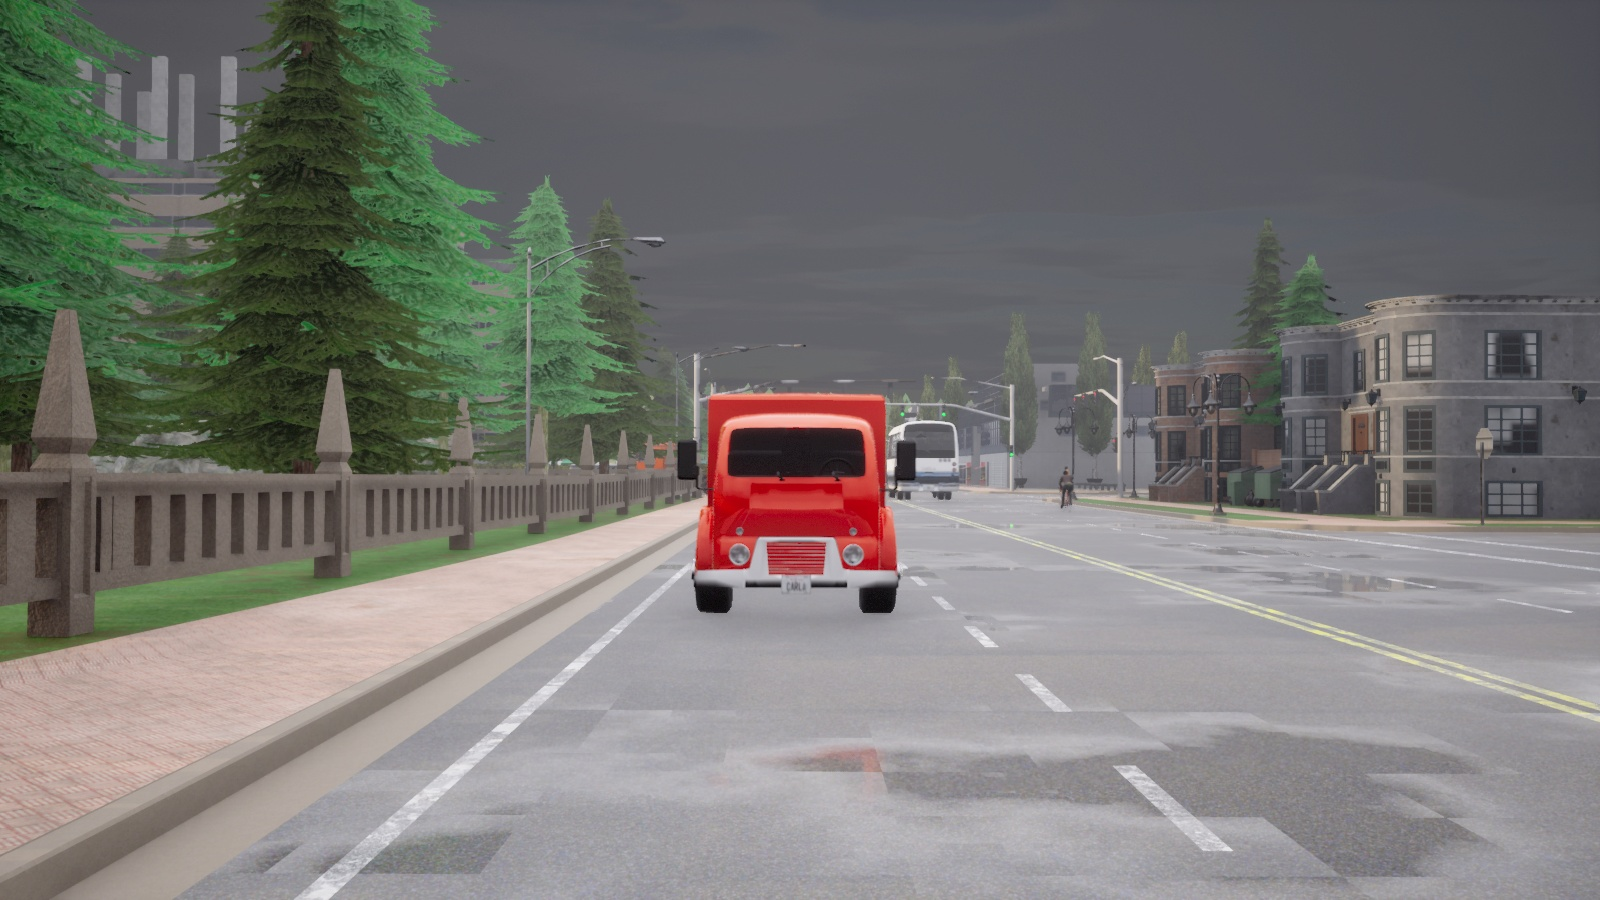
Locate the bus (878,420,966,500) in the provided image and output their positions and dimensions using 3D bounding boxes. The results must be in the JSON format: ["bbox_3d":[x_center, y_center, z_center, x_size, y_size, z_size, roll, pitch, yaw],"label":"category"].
[{"bbox_3d":[6.813,0.616,71.953,3.944,4.253,10.273,0,-1,0],"label":"bus"}]

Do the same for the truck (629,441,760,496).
[{"bbox_3d":[-6.810,1.221,81.264,7.936,3.462,2.891,-1,-1,19],"label":"truck"}]

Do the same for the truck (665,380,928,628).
[{"bbox_3d":[-0.041,0.583,15.201,2.627,2.467,5.204,0,-1,0],"label":"truck"}]
